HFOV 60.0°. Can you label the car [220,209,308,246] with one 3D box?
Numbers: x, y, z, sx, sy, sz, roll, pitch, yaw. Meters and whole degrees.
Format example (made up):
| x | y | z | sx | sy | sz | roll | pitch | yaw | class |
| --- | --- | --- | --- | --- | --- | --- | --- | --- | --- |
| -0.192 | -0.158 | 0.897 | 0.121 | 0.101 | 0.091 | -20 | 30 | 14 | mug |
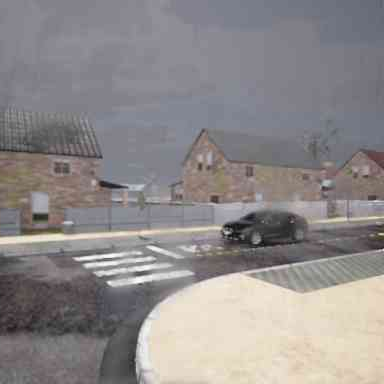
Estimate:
| x | y | z | sx | sy | sz | roll | pitch | yaw | class |
| --- | --- | --- | --- | --- | --- | --- | --- | --- | --- |
| 3.591 | 1.635 | 16.244 | 4.892 | 1.490 | 1.837 | 0 | 0 | -33 | car |
